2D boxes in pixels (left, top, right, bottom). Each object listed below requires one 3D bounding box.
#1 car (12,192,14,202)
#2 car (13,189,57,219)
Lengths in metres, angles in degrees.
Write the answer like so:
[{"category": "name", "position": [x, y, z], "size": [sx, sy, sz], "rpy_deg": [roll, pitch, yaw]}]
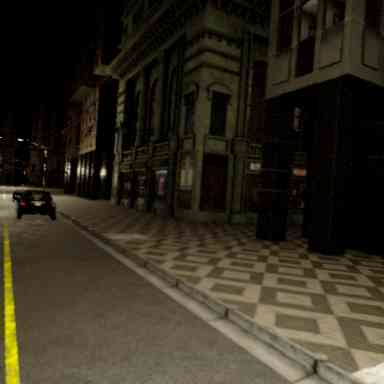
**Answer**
[{"category": "car", "position": [-17.592, 0.353, 34.585], "size": [1.895, 1.301, 4.718], "rpy_deg": [4, 0, -29]}, {"category": "car", "position": [-9.837, 0.648, 20.910], "size": [2.097, 1.767, 4.553], "rpy_deg": [4, 0, -29]}]
